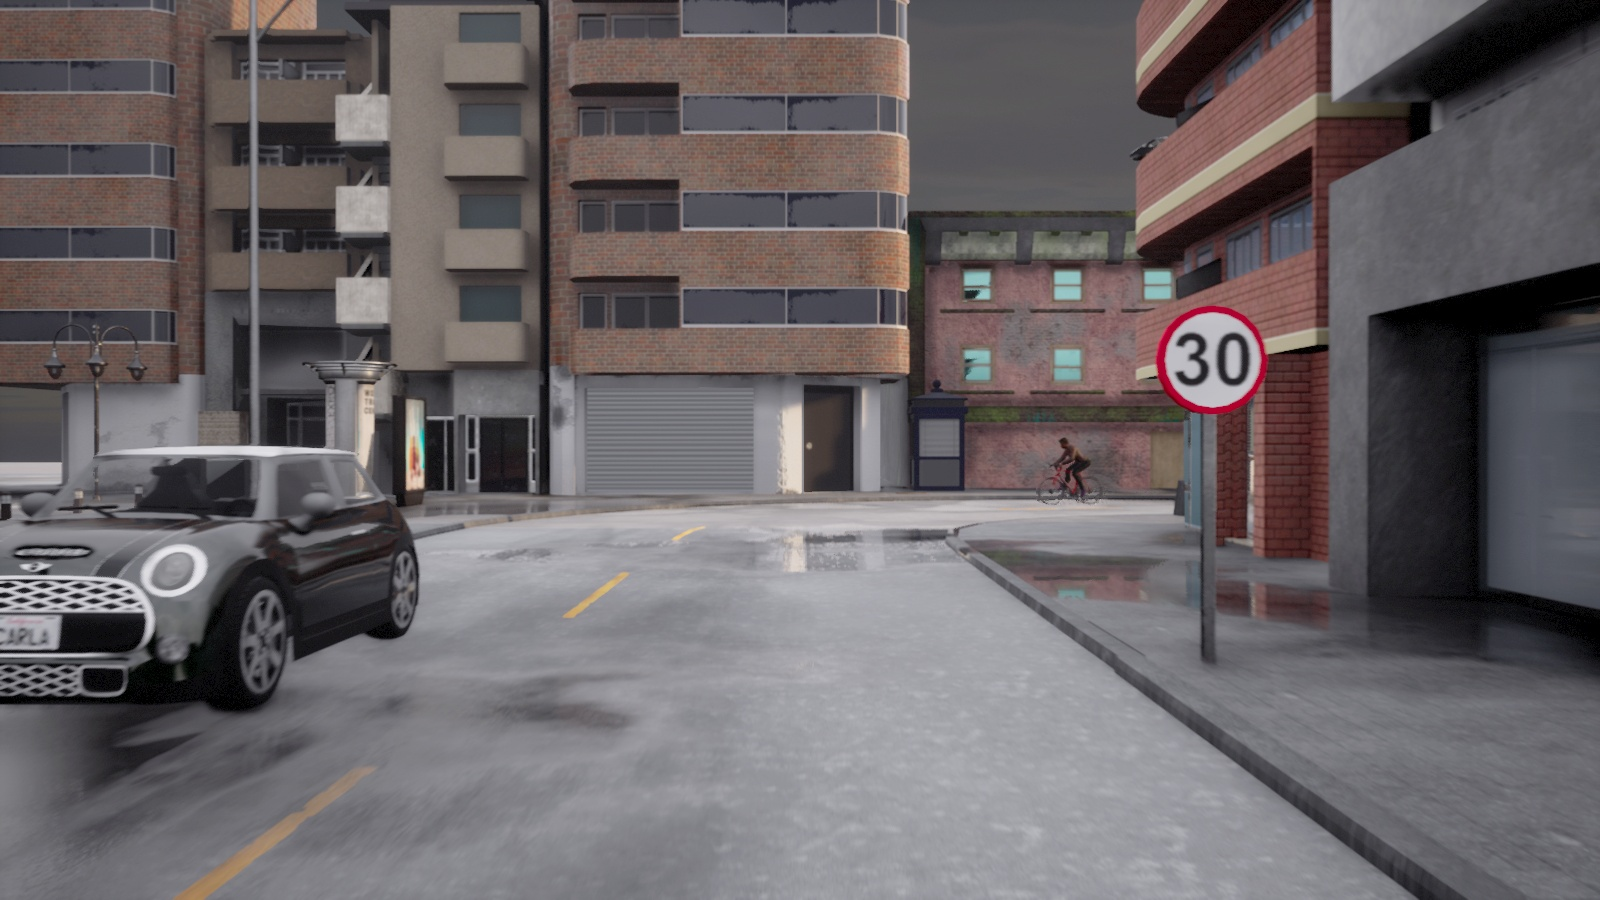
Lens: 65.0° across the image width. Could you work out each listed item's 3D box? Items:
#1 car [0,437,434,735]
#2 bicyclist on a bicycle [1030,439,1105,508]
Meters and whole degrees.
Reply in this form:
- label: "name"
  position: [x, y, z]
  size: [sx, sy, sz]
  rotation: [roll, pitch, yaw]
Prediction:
- label: "car"
  position: [-3.938, 0.665, 8.144]
  size: [1.970, 1.475, 3.806]
  rotation: [0, 0, 1]
- label: "bicyclist on a bicycle"
  position: [6.388, 0.543, 29.973]
  size: [1.656, 1.620, 0.582]
  rotation: [0, 1, -11]
